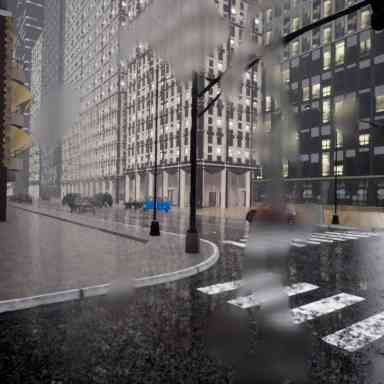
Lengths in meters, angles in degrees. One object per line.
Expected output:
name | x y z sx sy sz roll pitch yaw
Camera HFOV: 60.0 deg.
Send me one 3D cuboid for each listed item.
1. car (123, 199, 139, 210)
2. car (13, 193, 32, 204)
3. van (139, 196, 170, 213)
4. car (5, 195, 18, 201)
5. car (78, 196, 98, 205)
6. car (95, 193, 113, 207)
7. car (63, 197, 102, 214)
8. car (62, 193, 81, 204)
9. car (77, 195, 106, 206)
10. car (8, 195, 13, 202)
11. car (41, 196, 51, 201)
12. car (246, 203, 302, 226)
car | -7.323 1.584 42.365 2.008 1.369 4.403 1 -1 -35
car | -30.507 1.155 60.538 2.192 1.841 5.009 1 -1 -35
van | -4.048 1.382 37.762 1.690 1.788 3.998 1 -1 -35
car | -40.325 1.378 74.350 2.008 1.369 4.403 1 -1 -35
car | -18.482 1.526 58.859 1.837 1.490 4.892 1 -1 -35
car | -14.473 1.255 53.157 2.150 2.045 5.566 1 -1 -35
car | -10.882 1.427 32.908 2.008 1.369 4.403 1 -1 -35
car | -20.028 1.182 55.613 2.150 2.045 5.566 1 -1 -35
car | -14.564 1.536 48.010 1.994 1.385 4.181 1 -1 -37
car | -37.054 1.397 69.745 1.947 1.339 4.313 1 -1 -35
car | -36.768 1.570 83.807 1.802 1.307 4.206 1 -1 -35
car | 5.765 1.505 23.947 1.967 1.590 4.097 1 -1 -35
